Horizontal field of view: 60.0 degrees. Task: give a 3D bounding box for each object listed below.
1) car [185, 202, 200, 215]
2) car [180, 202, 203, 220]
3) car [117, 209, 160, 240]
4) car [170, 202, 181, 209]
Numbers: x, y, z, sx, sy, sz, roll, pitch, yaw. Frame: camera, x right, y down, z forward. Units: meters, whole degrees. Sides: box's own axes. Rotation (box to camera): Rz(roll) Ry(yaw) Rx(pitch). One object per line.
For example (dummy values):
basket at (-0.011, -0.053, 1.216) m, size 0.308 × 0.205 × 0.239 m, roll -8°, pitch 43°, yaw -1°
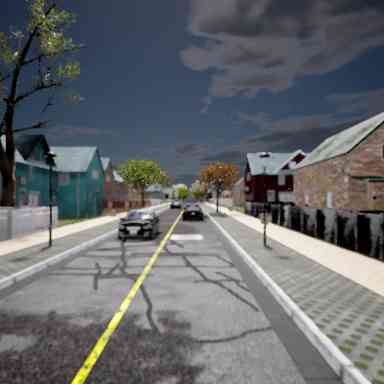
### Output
car at (0.063, 2.083, 43.008) m, size 1.837 × 1.490 × 4.892 m, roll 0°, pitch -1°, yaw 0°
car at (0.080, 1.987, 32.499) m, size 1.994 × 1.385 × 4.181 m, roll 0°, pitch -1°, yaw -1°
car at (-2.860, 1.725, 18.651) m, size 2.128 × 1.511 × 4.902 m, roll 0°, pitch -1°, yaw 0°
car at (-2.844, 2.387, 58.961) m, size 1.994 × 1.385 × 4.181 m, roll 0°, pitch -1°, yaw 0°
